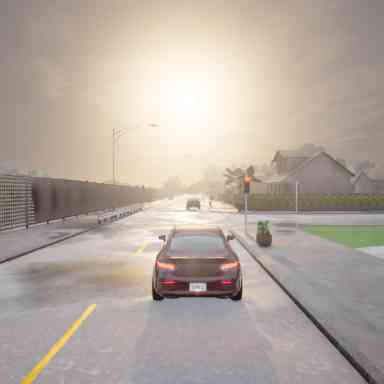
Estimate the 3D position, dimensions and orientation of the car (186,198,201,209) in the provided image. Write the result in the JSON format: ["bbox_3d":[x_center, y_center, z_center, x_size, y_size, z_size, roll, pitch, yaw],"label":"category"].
[{"bbox_3d":[0.192,1.505,44.095,1.837,1.490,4.892,0,0,0],"label":"car"}]

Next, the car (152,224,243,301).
[{"bbox_3d":[0.110,1.526,8.217,1.812,1.442,4.674,0,0,0],"label":"car"}]
